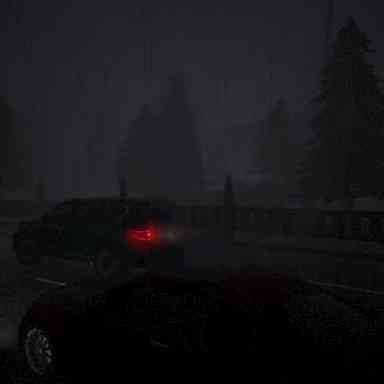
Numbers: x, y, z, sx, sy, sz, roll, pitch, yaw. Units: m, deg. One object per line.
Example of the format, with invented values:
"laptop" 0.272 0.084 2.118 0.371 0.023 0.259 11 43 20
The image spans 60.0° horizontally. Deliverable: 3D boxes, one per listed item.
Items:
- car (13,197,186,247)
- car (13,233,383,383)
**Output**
"car" -2.821 1.162 9.737 5.566 2.045 2.150 0 0 31
"car" -0.022 1.508 3.777 4.674 1.442 1.812 1 0 34
